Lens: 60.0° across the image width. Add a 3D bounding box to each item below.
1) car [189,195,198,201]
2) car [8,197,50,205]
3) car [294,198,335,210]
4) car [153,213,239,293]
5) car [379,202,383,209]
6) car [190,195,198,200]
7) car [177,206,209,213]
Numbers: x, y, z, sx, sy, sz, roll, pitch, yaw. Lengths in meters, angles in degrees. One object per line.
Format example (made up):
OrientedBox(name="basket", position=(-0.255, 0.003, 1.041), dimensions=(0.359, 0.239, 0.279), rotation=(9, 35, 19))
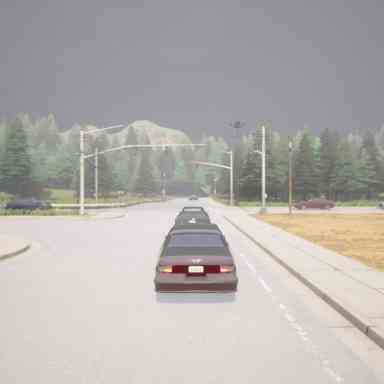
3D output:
OrientedBox(name="car", position=(0.257, 1.468, 81.837), dimensions=(1.895, 1.301, 4.718), rotation=(0, 0, 2))
OrientedBox(name="car", position=(-18.042, 1.387, 37.115), dimensions=(4.553, 1.767, 2.097), rotation=(0, 0, 1))
OrientedBox(name="car", position=(14.762, 1.440, 40.185), dimensions=(4.674, 1.442, 1.812), rotation=(0, 0, 1))
OrientedBox(name="car", position=(0.084, 1.537, 8.947), dimensions=(2.033, 1.411, 5.357), rotation=(0, 0, 0))
OrientedBox(name="car", position=(25.040, 1.404, 39.990), dimensions=(4.674, 1.442, 1.812), rotation=(0, 0, 1))
OrientedBox(name="car", position=(0.623, 1.409, 91.817), dimensions=(1.994, 1.385, 4.181), rotation=(0, 0, 2))
OrientedBox(name="car", position=(0.065, 1.533, 19.554), dimensions=(1.994, 1.385, 4.181), rotation=(0, 0, 1))
